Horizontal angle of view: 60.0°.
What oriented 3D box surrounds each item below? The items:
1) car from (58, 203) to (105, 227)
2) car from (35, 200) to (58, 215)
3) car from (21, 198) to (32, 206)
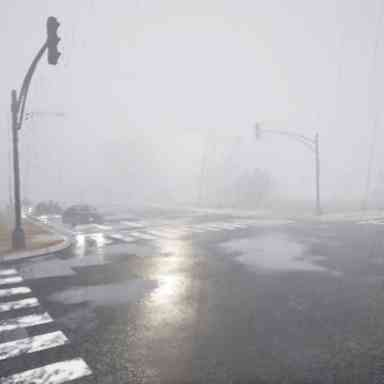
[{"bbox_3d":[-7.484,1.555,22.722,1.994,1.385,4.181,-2,1,-33],"label":"car"},{"bbox_3d":[-14.476,1.559,33.495,1.994,1.385,4.181,-2,1,-33],"label":"car"},{"bbox_3d":[-26.184,1.599,51.699,1.895,1.301,4.718,-2,1,-33],"label":"car"}]
